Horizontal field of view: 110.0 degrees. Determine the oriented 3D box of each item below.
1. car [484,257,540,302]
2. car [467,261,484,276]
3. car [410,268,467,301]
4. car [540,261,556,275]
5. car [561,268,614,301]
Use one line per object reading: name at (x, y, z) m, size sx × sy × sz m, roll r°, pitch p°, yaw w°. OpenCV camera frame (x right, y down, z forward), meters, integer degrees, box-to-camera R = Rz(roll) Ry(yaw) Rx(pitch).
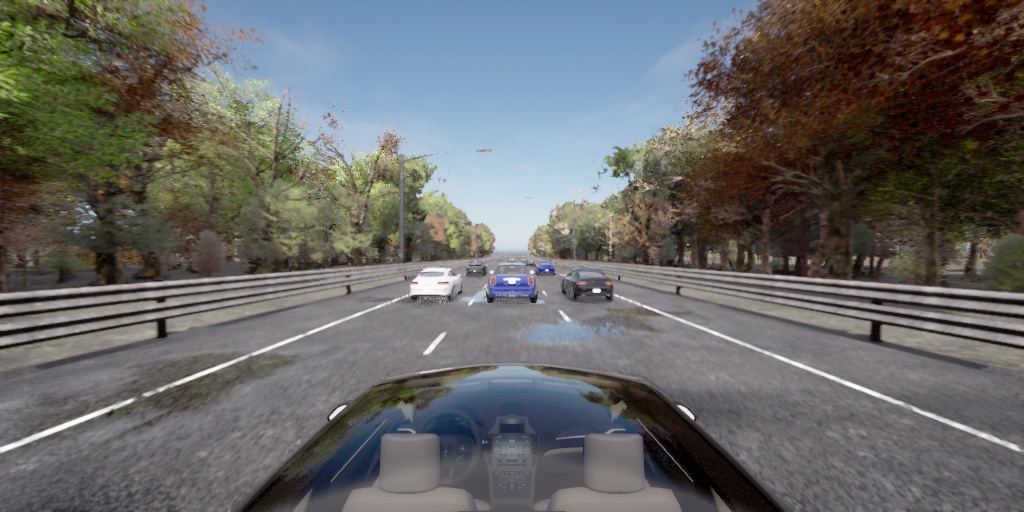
car at (-0.001, 1.097, 17.035) m, size 2.097 × 1.767 × 4.553 m, roll 0°, pitch 0°, yaw 0°
car at (-3.500, 1.224, 36.210) m, size 2.128 × 1.511 × 4.902 m, roll 0°, pitch 0°, yaw 0°
car at (-3.498, 1.271, 17.135) m, size 1.812 × 1.442 × 4.674 m, roll 0°, pitch 0°, yaw 0°
car at (3.499, 1.257, 38.201) m, size 1.812 × 1.442 × 4.674 m, roll 0°, pitch 0°, yaw 0°
car at (3.501, 1.272, 17.134) m, size 1.812 × 1.442 × 4.674 m, roll 0°, pitch 0°, yaw 0°
